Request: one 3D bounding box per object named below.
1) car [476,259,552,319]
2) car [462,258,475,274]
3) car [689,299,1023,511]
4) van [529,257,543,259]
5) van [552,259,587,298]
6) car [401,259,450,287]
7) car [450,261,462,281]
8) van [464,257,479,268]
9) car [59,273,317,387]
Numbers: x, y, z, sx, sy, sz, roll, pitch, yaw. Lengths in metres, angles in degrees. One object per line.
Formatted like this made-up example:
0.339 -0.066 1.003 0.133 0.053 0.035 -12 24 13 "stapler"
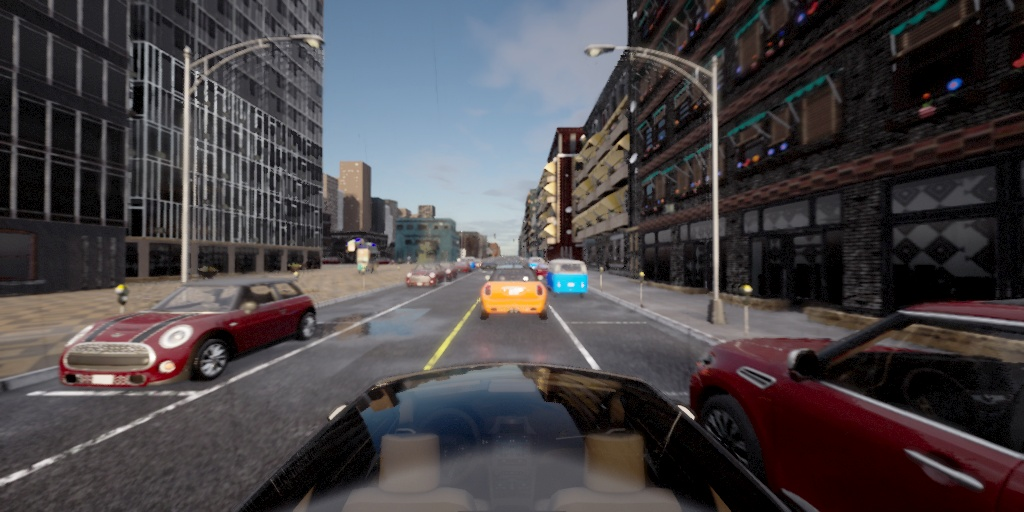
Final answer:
0.072 1.096 12.866 2.097 1.767 4.553 0 0 0 "car"
-5.649 1.261 40.852 1.888 1.381 4.507 0 0 0 "car"
2.692 1.065 1.359 2.192 1.841 5.009 0 0 0 "car"
2.700 1.057 40.884 1.690 1.789 3.998 0 0 0 "van"
2.695 1.082 18.298 1.690 1.789 3.998 0 0 0 "van"
-5.658 1.176 23.914 1.967 1.591 4.097 0 0 0 "car"
-5.651 1.170 29.561 1.967 1.591 4.097 0 0 0 "car"
-5.648 1.048 46.498 1.690 1.789 3.998 0 0 0 "van"
-5.691 1.188 6.976 1.967 1.591 4.097 0 0 0 "car"
